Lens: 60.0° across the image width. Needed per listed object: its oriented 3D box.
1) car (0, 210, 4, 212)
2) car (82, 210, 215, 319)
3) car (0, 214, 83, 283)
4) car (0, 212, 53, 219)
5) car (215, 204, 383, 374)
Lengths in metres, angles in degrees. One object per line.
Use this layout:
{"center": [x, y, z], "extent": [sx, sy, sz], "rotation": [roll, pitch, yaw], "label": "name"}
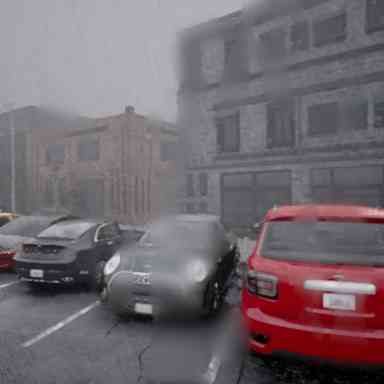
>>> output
{"center": [-7.318, 1.452, 12.887], "extent": [1.946, 1.575, 5.366], "rotation": [0, -1, 16], "label": "car"}
{"center": [-0.184, 1.346, 7.626], "extent": [2.185, 1.767, 4.553], "rotation": [1, -1, 15], "label": "car"}
{"center": [-2.595, 1.465, 9.294], "extent": [2.231, 1.521, 4.892], "rotation": [0, -1, 16], "label": "car"}
{"center": [-4.992, 1.487, 10.973], "extent": [2.163, 1.488, 4.792], "rotation": [1, -1, 16], "label": "car"}
{"center": [2.193, 1.230, 5.923], "extent": [2.435, 2.045, 5.566], "rotation": [0, -1, 16], "label": "car"}
